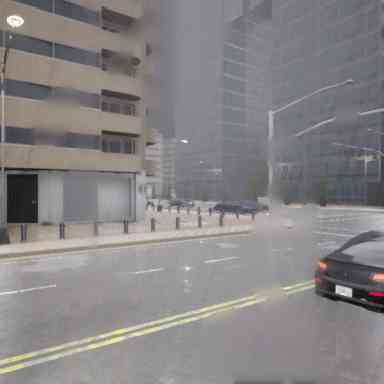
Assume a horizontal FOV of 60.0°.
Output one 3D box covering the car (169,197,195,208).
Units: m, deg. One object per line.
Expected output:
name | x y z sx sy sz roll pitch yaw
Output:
car | -1.502 1.436 47.475 2.128 1.511 4.902 0 0 -35

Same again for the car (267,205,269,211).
car | 6.021 1.492 36.822 2.033 1.411 5.357 0 0 -36

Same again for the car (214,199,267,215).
car | 4.485 1.492 32.979 2.033 1.411 5.357 0 0 -36

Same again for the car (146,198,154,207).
car | -7.304 1.508 49.658 1.994 1.385 4.181 0 0 -35

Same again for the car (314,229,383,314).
car | 4.474 1.526 7.004 4.674 1.442 1.812 0 0 -35
